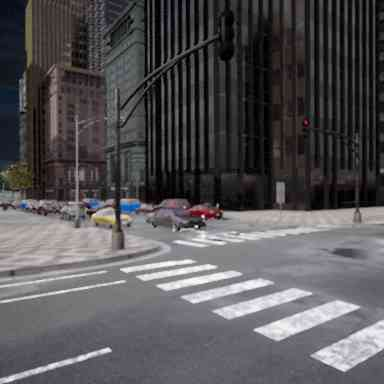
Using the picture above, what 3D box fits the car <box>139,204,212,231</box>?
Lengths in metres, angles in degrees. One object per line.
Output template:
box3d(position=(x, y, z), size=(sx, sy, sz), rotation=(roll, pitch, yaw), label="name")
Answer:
box3d(position=(-1.269, 1.774, 22.585), size=(2.033, 1.411, 5.357), rotation=(0, -1, -36), label="car")

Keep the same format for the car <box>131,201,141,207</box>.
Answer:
box3d(position=(-5.001, 1.974, 37.968), size=(1.802, 1.307, 4.206), rotation=(-1, 0, -35), label="car")

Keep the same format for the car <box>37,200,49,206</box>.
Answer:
box3d(position=(-37.465, 2.680, 83.626), size=(2.008, 1.369, 4.403), rotation=(-1, 0, -35), label="car")

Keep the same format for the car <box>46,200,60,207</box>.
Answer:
box3d(position=(-31.437, 2.565, 75.144), size=(1.947, 1.339, 4.313), rotation=(-1, 0, -35), label="car")

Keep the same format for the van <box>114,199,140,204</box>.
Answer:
box3d(position=(-7.949, 1.802, 42.118), size=(1.690, 1.788, 3.998), rotation=(-1, 0, -35), label="van")

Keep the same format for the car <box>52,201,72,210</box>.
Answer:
box3d(position=(-22.755, 2.315, 58.174), size=(2.033, 1.411, 5.357), rotation=(0, -1, -35), label="car")

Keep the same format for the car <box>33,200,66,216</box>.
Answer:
box3d(position=(-17.401, 1.885, 40.667), size=(2.192, 1.841, 5.009), rotation=(-1, 0, -35), label="car")

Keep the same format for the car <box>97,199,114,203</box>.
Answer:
box3d(position=(-10.891, 1.845, 46.268), size=(2.192, 1.841, 5.009), rotation=(-1, 0, -35), label="car")

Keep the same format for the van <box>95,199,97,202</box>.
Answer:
box3d(position=(-16.775, 2.007, 54.568), size=(1.690, 1.788, 3.998), rotation=(-1, 0, -35), label="van")

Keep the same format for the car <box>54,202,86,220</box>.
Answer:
box3d(position=(-11.735, 1.988, 32.702), size=(2.008, 1.369, 4.403), rotation=(-1, 0, -35), label="car")

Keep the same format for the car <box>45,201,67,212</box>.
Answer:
box3d(position=(-20.295, 2.150, 49.488), size=(1.882, 1.535, 5.008), rotation=(0, -1, -35), label="car")

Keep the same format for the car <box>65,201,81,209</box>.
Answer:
box3d(position=(-22.397, 2.377, 62.423), size=(1.802, 1.307, 4.206), rotation=(-1, 0, -35), label="car")

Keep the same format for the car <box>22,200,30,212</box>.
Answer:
box3d(position=(-23.058, 2.141, 48.632), size=(1.967, 1.590, 4.097), rotation=(-1, 0, -35), label="car")

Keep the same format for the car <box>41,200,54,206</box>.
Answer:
box3d(position=(-34.451, 2.630, 79.386), size=(1.947, 1.339, 4.313), rotation=(-1, 0, -35), label="car")

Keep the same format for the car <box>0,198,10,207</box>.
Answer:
box3d(position=(-40.996, 2.651, 73.877), size=(1.887, 1.381, 4.507), rotation=(-1, 0, -35), label="car")

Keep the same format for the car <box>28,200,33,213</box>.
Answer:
box3d(position=(-20.226, 2.180, 44.650), size=(1.887, 1.381, 4.507), rotation=(-1, 0, -35), label="car")

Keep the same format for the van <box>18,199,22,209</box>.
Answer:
box3d(position=(-25.891, 2.107, 52.615), size=(1.690, 1.788, 3.998), rotation=(-1, 0, -35), label="van")

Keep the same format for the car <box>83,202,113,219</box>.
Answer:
box3d(position=(-8.938, 2.008, 33.382), size=(1.895, 1.301, 4.718), rotation=(0, -1, -35), label="car")

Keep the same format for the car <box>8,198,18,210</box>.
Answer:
box3d(position=(-31.652, 2.338, 60.726), size=(1.967, 1.590, 4.097), rotation=(-1, 0, -35), label="car")

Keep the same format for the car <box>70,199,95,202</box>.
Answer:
box3d(position=(-16.709, 2.107, 49.752), size=(1.882, 1.535, 5.008), rotation=(0, -1, -35), label="car")

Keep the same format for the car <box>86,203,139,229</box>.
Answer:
box3d(position=(-5.977, 1.827, 24.598), size=(1.752, 1.417, 4.829), rotation=(-1, 0, -35), label="car")

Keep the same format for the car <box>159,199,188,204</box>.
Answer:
box3d(position=(-2.066, 1.638, 33.818), size=(2.192, 1.841, 5.009), rotation=(-1, 0, -35), label="car")

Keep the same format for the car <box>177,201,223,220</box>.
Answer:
box3d(position=(0.882, 1.798, 29.668), size=(1.887, 1.381, 4.507), rotation=(-1, 0, -35), label="car")
